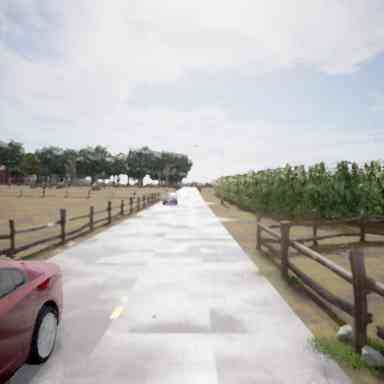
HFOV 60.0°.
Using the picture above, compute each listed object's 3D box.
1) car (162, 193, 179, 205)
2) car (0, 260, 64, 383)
[{"bbox_3d":[-2.758,0.847,42.684,2.128,1.511,4.902,0,1,0],"label":"car"},{"bbox_3d":[-2.846,1.461,2.959,1.882,1.535,5.008,0,0,0],"label":"car"}]
